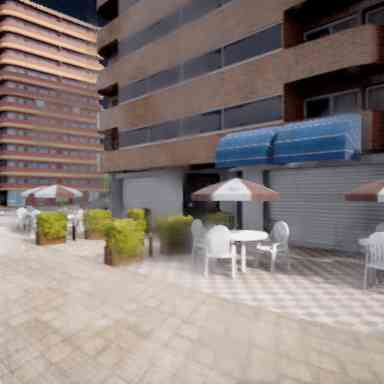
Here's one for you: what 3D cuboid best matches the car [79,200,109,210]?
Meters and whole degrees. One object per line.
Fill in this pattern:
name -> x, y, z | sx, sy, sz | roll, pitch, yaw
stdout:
car -> -12.564, 1.693, 43.702 | 4.181, 1.385, 1.994 | 0, 0, -44
